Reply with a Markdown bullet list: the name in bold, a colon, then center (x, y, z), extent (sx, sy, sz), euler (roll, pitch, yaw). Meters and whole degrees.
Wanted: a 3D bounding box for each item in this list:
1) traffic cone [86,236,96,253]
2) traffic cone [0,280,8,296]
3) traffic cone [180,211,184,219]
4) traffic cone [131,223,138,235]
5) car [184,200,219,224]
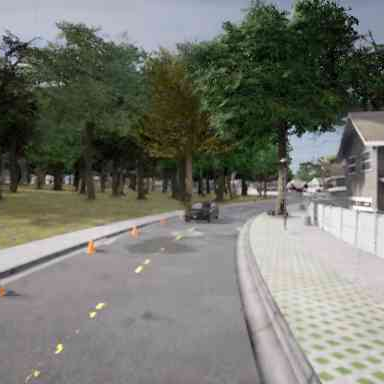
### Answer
- **traffic cone**: center (-3.717, 1.916, 12.277), extent (0.340, 0.580, 0.340), euler (0, 0, 7)
- **traffic cone**: center (-4.227, 1.925, 7.189), extent (0.340, 0.580, 0.340), euler (0, 0, 4)
- **traffic cone**: center (-0.801, 1.893, 27.325), extent (0.340, 0.580, 0.340), euler (0, 0, 15)
- **traffic cone**: center (-2.975, 1.907, 17.335), extent (0.340, 0.580, 0.340), euler (0, 0, 10)
- **car**: center (0.828, 1.424, 24.973), extent (1.882, 1.535, 5.008), euler (0, 0, 14)
